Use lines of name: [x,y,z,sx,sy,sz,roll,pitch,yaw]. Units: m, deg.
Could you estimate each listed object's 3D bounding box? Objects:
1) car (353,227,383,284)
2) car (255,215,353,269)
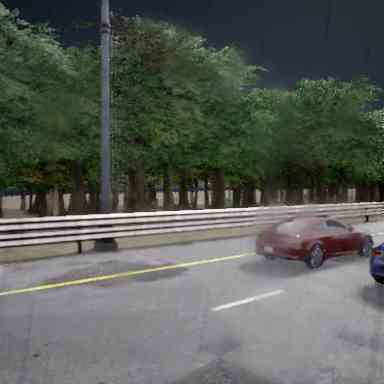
car: [6.125,1.486,8.123,4.674,1.442,1.812,0,0,-36]
car: [4.101,1.487,10.979,4.674,1.442,1.812,0,0,-36]
